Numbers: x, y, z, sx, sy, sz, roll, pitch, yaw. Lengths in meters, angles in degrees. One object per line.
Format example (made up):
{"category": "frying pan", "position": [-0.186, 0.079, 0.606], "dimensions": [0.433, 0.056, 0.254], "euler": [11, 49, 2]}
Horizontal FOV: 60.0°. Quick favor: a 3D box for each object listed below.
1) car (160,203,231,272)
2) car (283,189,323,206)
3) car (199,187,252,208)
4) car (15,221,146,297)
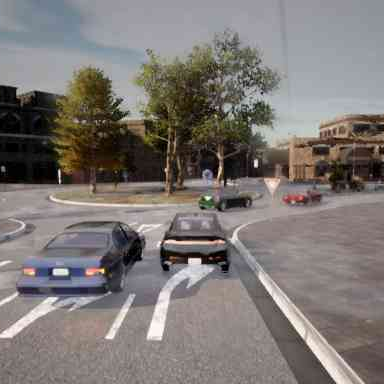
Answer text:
{"category": "car", "position": [0.126, 1.370, 10.412], "dimensions": [2.128, 1.511, 4.902], "euler": [0, 2, 1]}
{"category": "car", "position": [9.580, 0.371, 28.409], "dimensions": [1.895, 1.301, 4.718], "euler": [4, 6, 40]}
{"category": "car", "position": [2.616, 0.388, 25.225], "dimensions": [2.097, 1.767, 4.553], "euler": [5, 7, 44]}
{"category": "car", "position": [-2.428, 1.471, 8.660], "dimensions": [2.033, 1.411, 5.357], "euler": [0, 1, 0]}
